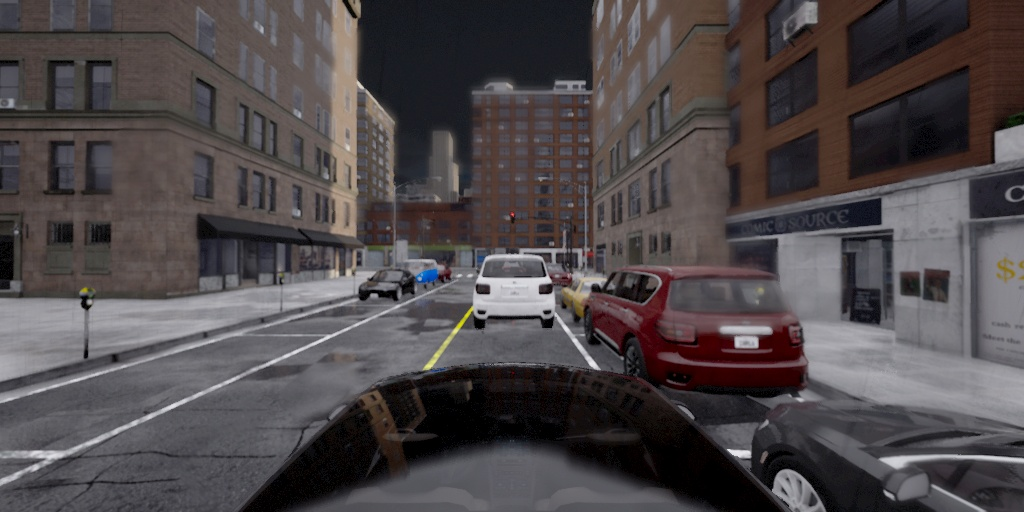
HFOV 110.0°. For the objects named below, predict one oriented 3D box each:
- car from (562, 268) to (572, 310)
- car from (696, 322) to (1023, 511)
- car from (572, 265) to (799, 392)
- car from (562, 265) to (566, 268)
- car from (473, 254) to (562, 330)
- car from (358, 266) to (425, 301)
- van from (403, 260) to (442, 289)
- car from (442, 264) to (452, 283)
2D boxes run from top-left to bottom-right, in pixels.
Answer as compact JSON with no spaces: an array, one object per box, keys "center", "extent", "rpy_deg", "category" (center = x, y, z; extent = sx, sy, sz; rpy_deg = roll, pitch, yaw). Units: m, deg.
[{"center":[2.655,1.281,12.131],"extent":[1.751,1.417,4.829],"rpy_deg":[0,0,0],"category":"car"},{"center":[2.670,1.300,0.996],"extent":[2.007,1.370,4.403],"rpy_deg":[0,0,0],"category":"car"},{"center":[2.663,1.066,6.478],"extent":[2.192,1.841,5.009],"rpy_deg":[0,0,0],"category":"car"},{"center":[2.641,1.208,22.926],"extent":[1.967,1.591,4.097],"rpy_deg":[0,0,0],"category":"car"},{"center":[0.025,0.977,11.339],"extent":[2.150,2.045,5.566],"rpy_deg":[0,0,-1],"category":"car"},{"center":[-5.877,1.327,17.434],"extent":[1.948,1.339,4.313],"rpy_deg":[0,0,0],"category":"car"},{"center":[-5.884,1.109,22.916],"extent":[1.690,1.789,3.998],"rpy_deg":[0,0,0],"category":"van"},{"center":[-5.892,1.319,28.399],"extent":[1.888,1.381,4.507],"rpy_deg":[0,0,0],"category":"car"}]
